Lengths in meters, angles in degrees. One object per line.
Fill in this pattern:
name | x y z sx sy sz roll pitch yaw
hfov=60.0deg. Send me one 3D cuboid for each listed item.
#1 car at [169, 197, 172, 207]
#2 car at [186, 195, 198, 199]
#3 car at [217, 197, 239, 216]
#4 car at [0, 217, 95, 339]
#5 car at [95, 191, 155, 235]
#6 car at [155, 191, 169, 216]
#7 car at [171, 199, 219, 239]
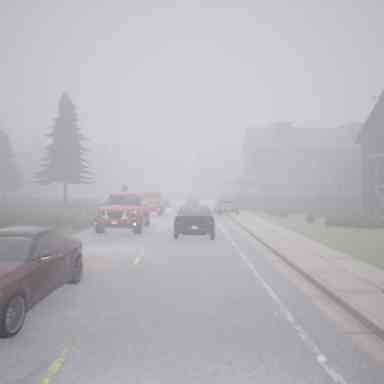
car | -3.540 1.167 40.922 1.895 1.301 4.718 1 1 1
car | 0.019 1.139 41.694 2.033 1.411 5.357 1 1 0
car | 2.985 1.208 29.546 1.816 1.474 4.193 -5 1 -2
car | -3.584 1.468 6.635 1.812 1.442 4.674 1 1 0
car | -3.584 1.039 18.132 2.150 2.045 5.566 1 0 0
car | -3.569 0.917 29.164 2.150 2.045 5.566 1 1 1
car | 0.112 1.344 16.685 1.882 1.535 5.008 1 1 0
